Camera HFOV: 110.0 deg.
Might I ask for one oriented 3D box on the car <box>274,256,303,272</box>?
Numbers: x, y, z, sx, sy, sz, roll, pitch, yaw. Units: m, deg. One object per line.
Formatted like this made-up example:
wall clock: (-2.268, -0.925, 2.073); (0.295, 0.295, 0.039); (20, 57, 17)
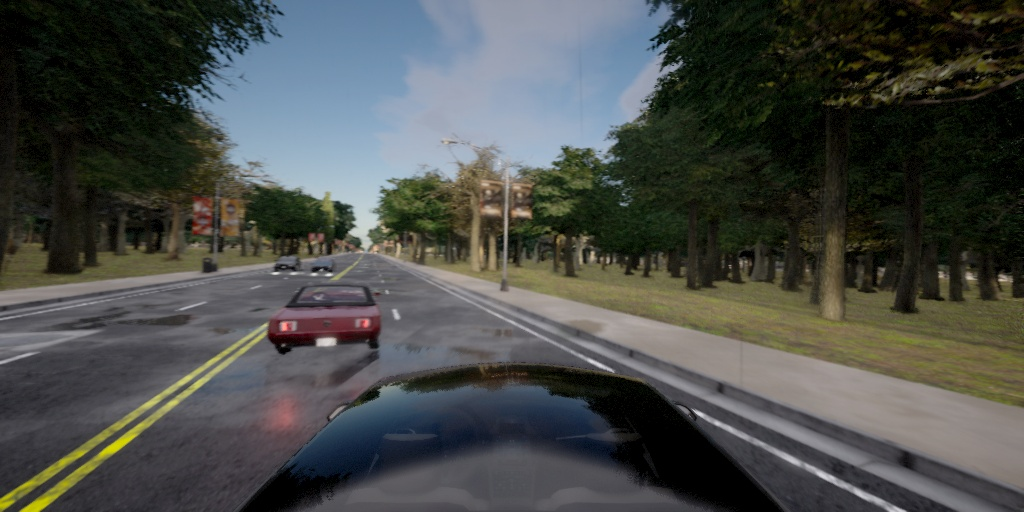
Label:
car: (-21.718, 0.751, 34.991); (1.837, 1.490, 4.892); (2, 0, -21)

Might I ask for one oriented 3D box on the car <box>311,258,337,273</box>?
car: (-18.219, 0.891, 34.954); (2.033, 1.411, 5.357); (2, 0, -21)

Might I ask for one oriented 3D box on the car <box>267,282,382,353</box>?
car: (-4.155, 1.259, 8.572); (1.895, 1.301, 4.718); (2, 0, -21)
